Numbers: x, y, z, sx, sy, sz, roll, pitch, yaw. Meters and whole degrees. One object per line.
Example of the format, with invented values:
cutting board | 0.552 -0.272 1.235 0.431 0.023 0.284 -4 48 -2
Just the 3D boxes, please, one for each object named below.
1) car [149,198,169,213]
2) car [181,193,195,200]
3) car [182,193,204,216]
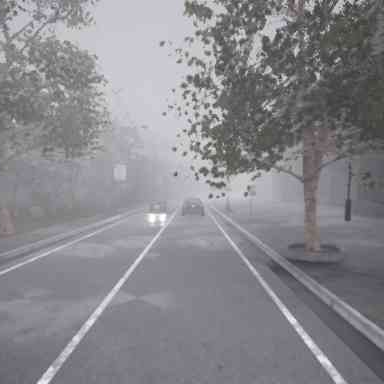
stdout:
car | -3.591 1.423 36.608 2.128 1.511 4.902 0 0 0
car | -0.867 1.002 78.149 2.033 1.411 5.357 1 1 11
car | 0.100 1.292 32.295 2.097 1.767 4.553 0 0 0
